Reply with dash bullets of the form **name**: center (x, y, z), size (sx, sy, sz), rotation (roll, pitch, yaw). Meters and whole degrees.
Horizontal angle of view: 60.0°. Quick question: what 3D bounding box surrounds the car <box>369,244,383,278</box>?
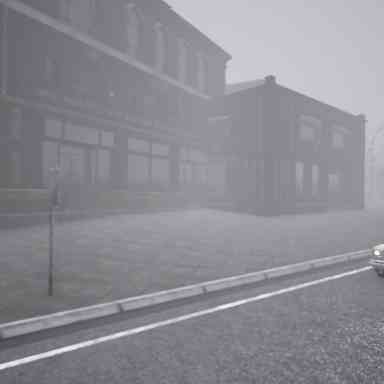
- **car**: center (6.672, 1.564, 8.795), size (4.718, 1.301, 1.895), rotation (0, 0, -36)
